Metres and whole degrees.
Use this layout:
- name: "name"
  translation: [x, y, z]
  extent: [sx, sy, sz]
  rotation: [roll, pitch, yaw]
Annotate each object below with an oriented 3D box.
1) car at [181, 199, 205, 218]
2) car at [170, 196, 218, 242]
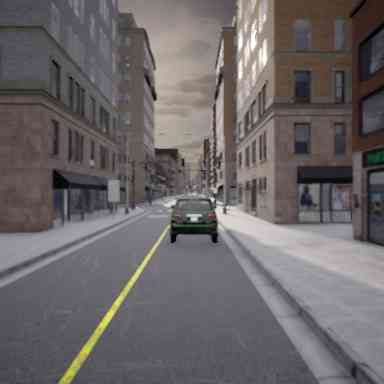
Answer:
- name: "car"
  translation: [0.093, 1.490, 31.330]
  extent: [2.128, 1.511, 4.902]
  rotation: [0, 0, 0]
- name: "car"
  translation: [0.095, 1.226, 16.631]
  extent: [2.150, 2.045, 5.566]
  rotation: [0, 0, 0]
